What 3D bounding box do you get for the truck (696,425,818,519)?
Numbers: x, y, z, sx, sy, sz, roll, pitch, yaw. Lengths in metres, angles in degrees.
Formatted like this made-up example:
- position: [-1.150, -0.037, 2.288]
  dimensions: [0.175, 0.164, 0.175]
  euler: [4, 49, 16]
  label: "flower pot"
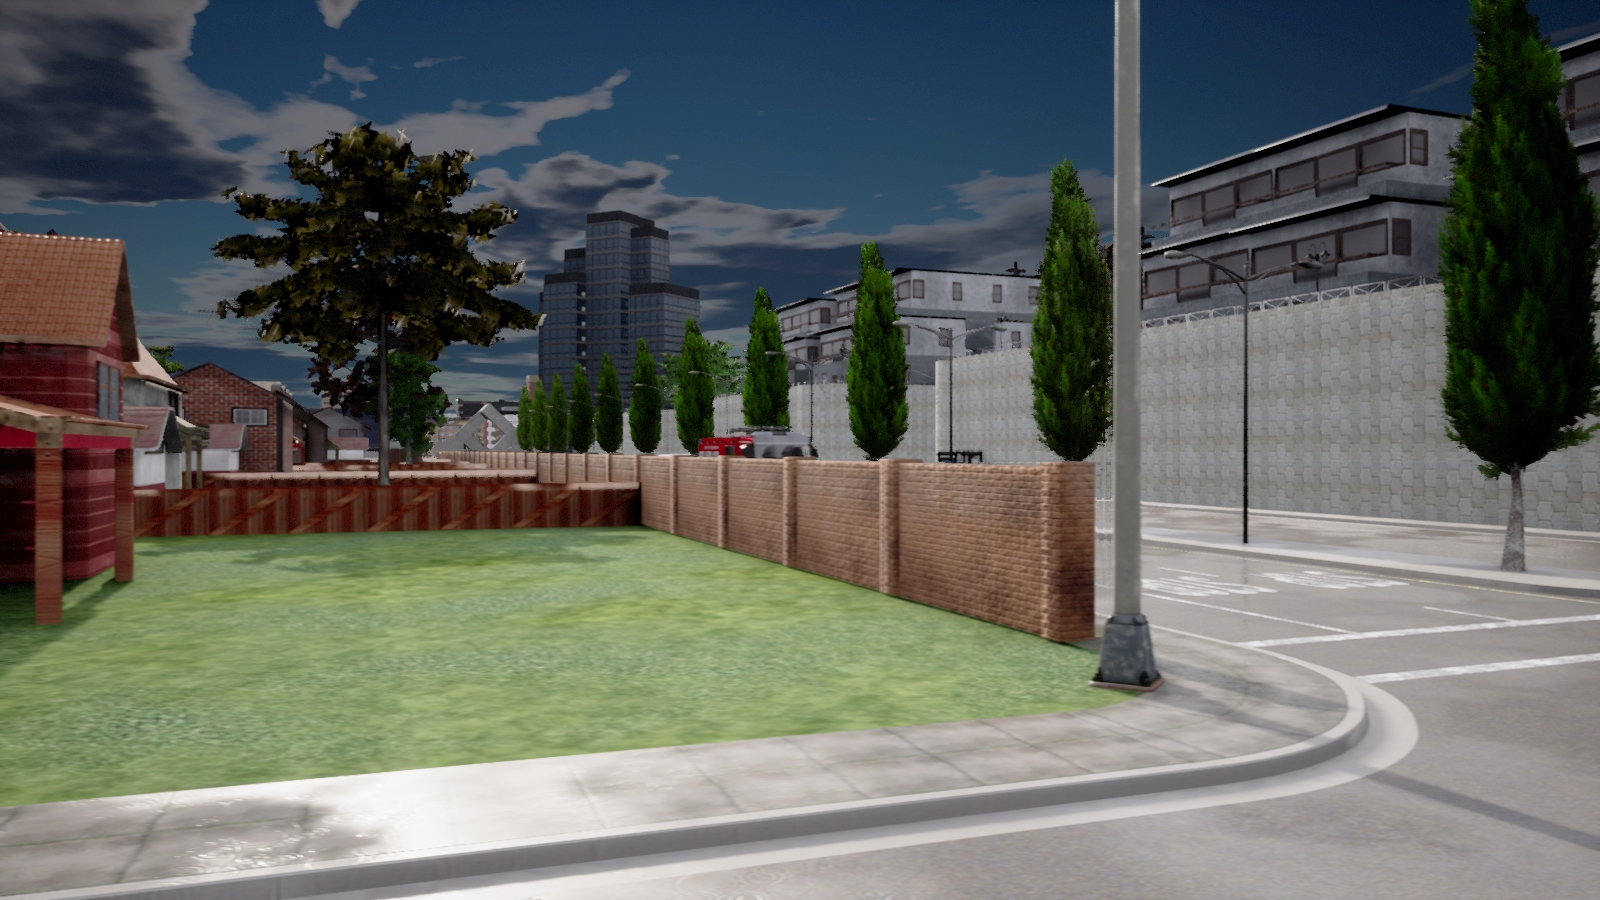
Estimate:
- position: [-2.091, 0.900, 50.728]
  dimensions: [2.891, 3.827, 8.468]
  euler: [0, 0, -21]
  label: "truck"
